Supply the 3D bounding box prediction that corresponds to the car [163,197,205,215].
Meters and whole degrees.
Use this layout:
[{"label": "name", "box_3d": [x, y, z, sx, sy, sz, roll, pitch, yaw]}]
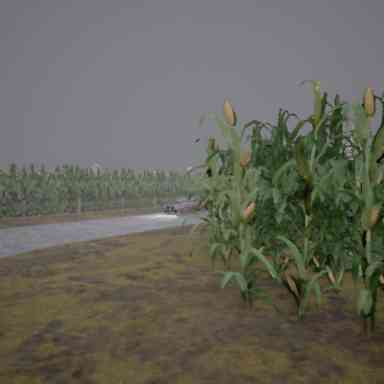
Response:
[{"label": "car", "box_3d": [-0.598, 1.153, 28.391, 1.994, 1.385, 4.181, 2, 2, 36]}]
